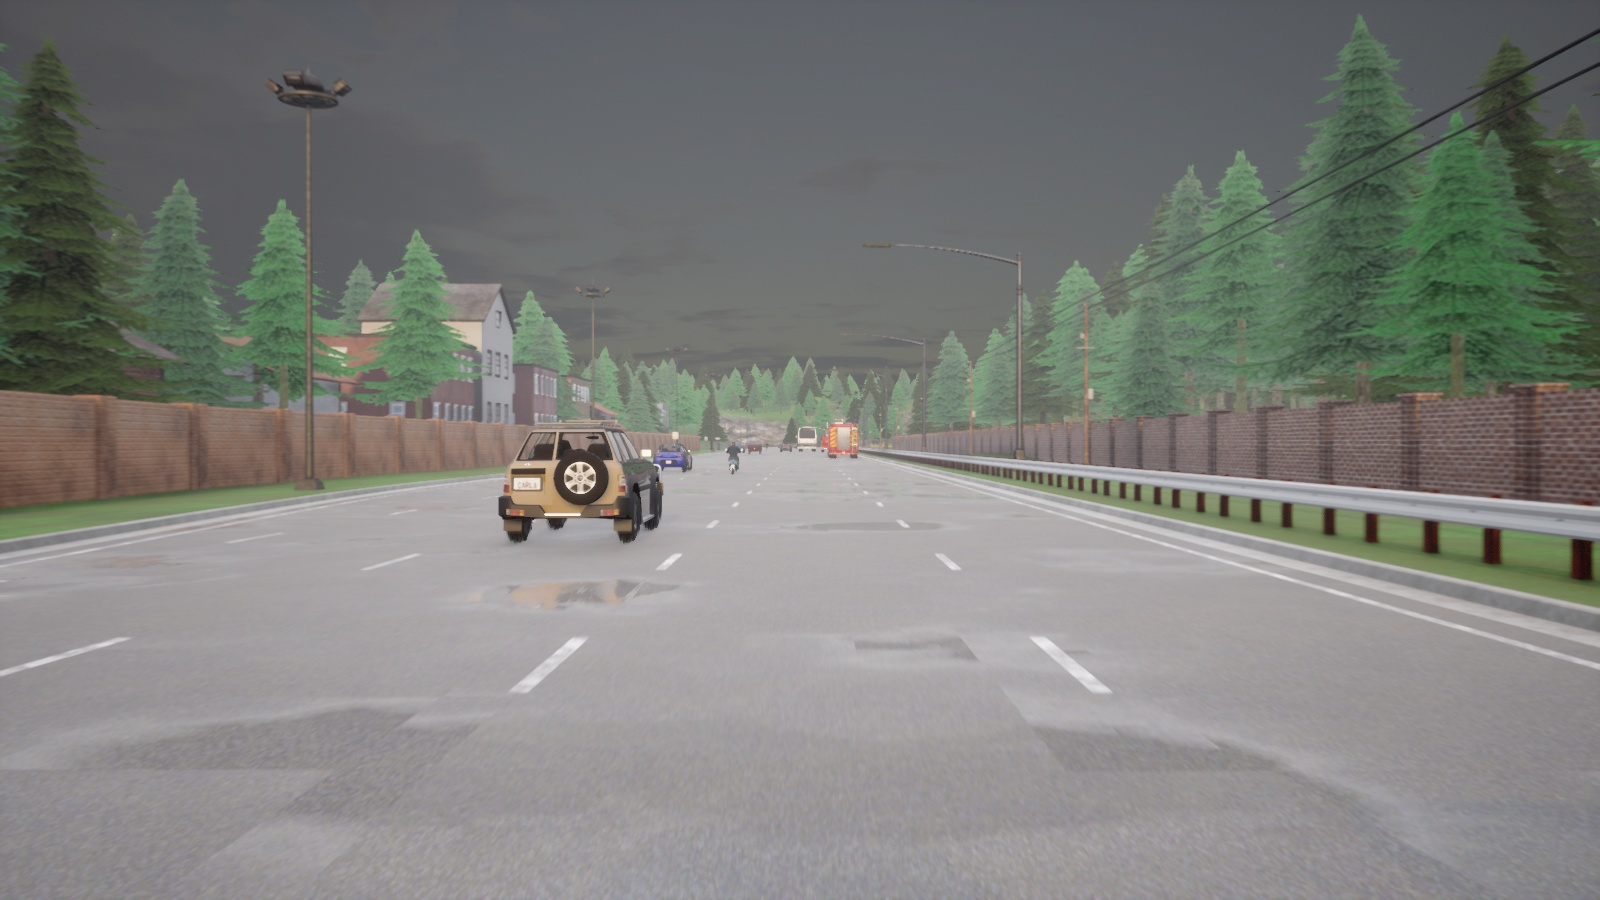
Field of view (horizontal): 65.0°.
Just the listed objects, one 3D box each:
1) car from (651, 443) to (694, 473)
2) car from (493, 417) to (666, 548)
[{"bbox_3d":[-6.614,0.390,65.435,1.816,1.474,4.193,0,0,0],"label":"car"},{"bbox_3d":[-3.371,0.448,20.104,1.932,1.855,4.605,0,0,0],"label":"car"}]
